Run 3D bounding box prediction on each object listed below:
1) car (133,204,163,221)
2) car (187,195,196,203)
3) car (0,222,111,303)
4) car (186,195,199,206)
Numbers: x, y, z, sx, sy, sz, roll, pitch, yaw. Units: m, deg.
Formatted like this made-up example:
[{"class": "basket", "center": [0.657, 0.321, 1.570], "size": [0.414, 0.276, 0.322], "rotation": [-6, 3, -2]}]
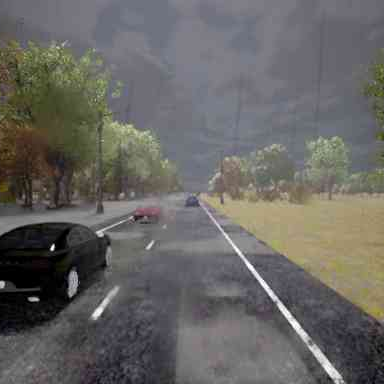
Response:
[{"class": "car", "center": [-3.416, 1.594, 26.728], "size": [1.895, 1.301, 4.718], "rotation": [0, 0, 0]}, {"class": "car", "center": [-0.038, 1.483, 73.041], "size": [1.837, 1.490, 4.892], "rotation": [0, 0, 0]}, {"class": "car", "center": [-3.405, 1.476, 8.315], "size": [1.882, 1.535, 5.008], "rotation": [0, 0, 0]}, {"class": "car", "center": [0.070, 1.338, 54.268], "size": [2.097, 1.767, 4.553], "rotation": [0, 0, 0]}]
